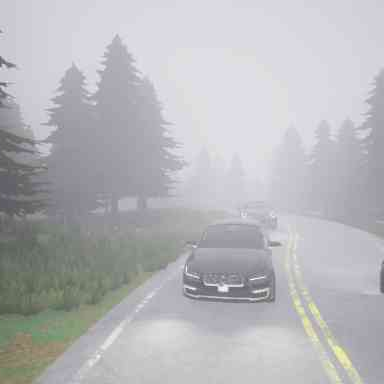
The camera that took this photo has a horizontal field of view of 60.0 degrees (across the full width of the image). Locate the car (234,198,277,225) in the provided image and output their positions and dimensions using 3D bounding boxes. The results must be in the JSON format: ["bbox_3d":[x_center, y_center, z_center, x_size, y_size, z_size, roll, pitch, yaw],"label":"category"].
[{"bbox_3d":[3.850,1.271,20.357,2.097,1.767,4.553,-1,0,5],"label":"car"}]

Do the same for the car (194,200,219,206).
[{"bbox_3d":[1.863,1.799,44.849,1.812,1.442,4.674,3,-5,-35],"label":"car"}]

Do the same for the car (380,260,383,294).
[{"bbox_3d":[4.488,1.309,4.635,2.097,1.767,4.553,-1,0,8],"label":"car"}]

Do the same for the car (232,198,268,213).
[{"bbox_3d":[6.158,1.411,35.729,1.837,1.490,4.892,2,-1,-16],"label":"car"}]

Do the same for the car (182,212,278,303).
[{"bbox_3d":[1.080,1.496,8.400,1.837,1.490,4.892,-1,0,12],"label":"car"}]
